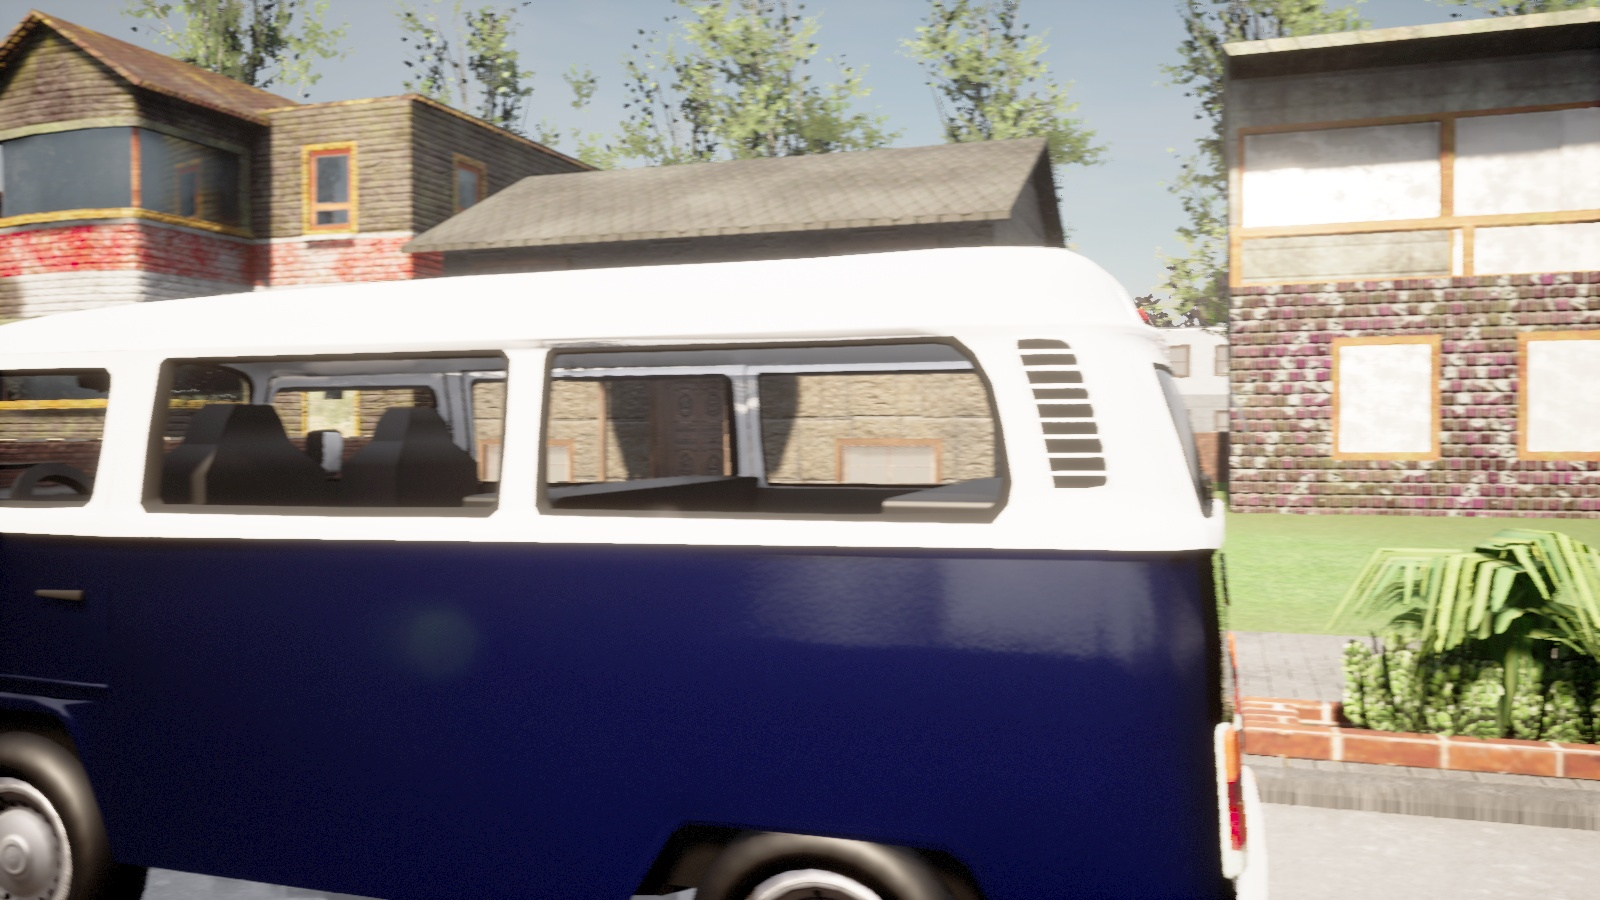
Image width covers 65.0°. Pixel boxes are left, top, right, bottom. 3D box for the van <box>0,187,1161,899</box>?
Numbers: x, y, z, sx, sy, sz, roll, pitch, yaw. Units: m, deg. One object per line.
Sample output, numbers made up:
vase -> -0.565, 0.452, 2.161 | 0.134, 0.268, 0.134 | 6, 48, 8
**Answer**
van -> -1.200, 0.480, 4.120 | 4.480, 2.038, 2.069 | 1, 1, 19
